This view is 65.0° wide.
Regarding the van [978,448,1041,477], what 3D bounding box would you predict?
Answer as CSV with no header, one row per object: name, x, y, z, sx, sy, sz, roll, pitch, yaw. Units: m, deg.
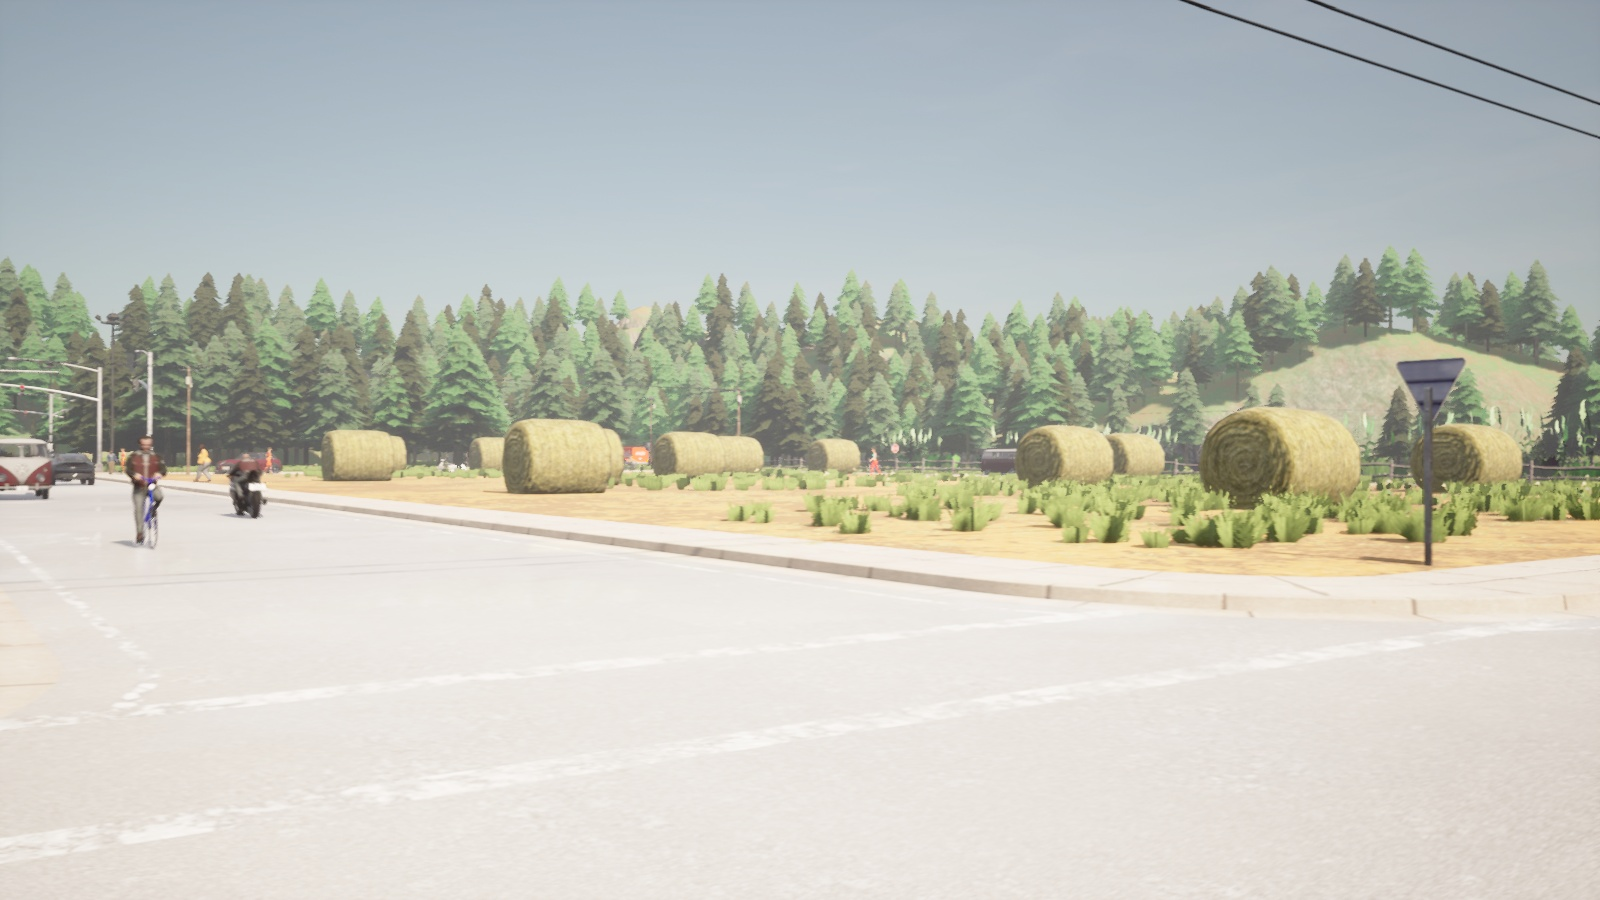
van,14.494,0.844,87.068,1.775,1.987,4.442,0,0,-32

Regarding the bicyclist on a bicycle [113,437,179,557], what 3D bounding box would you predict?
bicyclist on a bicycle,-10.240,0.709,19.642,0.659,1.776,1.843,0,-1,-36

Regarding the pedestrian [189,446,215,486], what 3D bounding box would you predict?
pedestrian,-28.055,0.729,58.949,0.900,1.855,0.874,0,0,-11

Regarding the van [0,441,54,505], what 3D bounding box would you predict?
van,-25.779,0.718,41.263,1.775,1.987,4.442,0,0,-36

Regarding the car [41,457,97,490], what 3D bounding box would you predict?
car,-35.140,1.095,60.281,1.837,1.490,4.892,0,0,-36

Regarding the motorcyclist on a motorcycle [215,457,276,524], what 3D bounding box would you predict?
motorcyclist on a motorcycle,-13.076,0.928,29.584,0.866,1.530,2.191,0,0,-36
